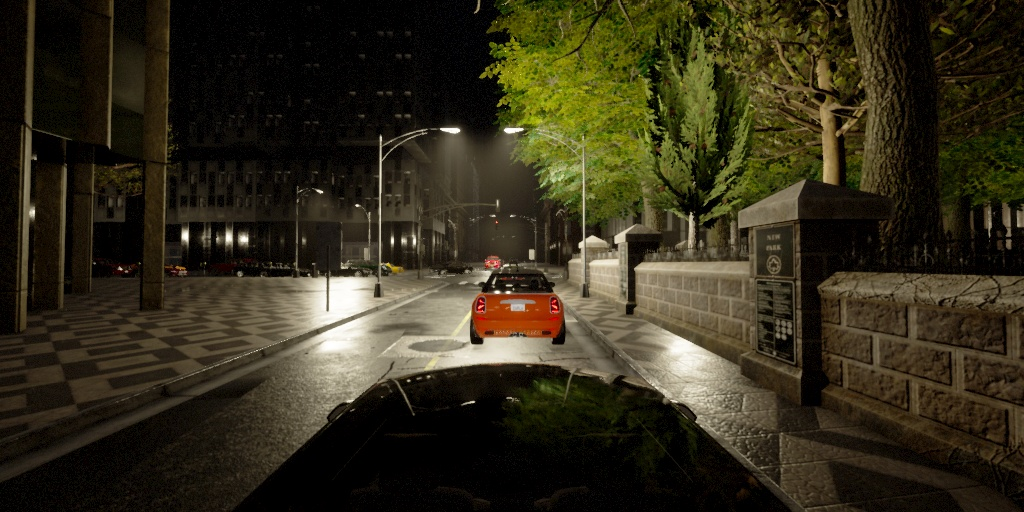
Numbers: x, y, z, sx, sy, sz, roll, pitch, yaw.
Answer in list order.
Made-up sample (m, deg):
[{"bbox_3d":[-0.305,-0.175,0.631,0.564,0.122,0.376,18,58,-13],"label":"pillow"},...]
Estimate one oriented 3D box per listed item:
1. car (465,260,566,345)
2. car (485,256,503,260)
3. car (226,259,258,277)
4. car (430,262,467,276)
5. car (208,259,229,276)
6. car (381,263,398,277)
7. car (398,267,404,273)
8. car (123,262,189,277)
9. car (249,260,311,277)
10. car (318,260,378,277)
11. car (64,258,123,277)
[{"bbox_3d":[0.128,1.106,9.678,2.097,1.767,4.553,0,0,0],"label":"car"},{"bbox_3d":[-2.877,1.056,54.099,2.150,2.045,5.566,0,1,-1],"label":"car"},{"bbox_3d":[-23.886,1.288,34.225,4.892,1.490,1.837,0,-1,0],"label":"car"},{"bbox_3d":[-6.442,1.356,38.631,4.892,1.490,1.837,0,2,-40],"label":"car"},{"bbox_3d":[-30.971,1.233,40.141,5.009,1.841,2.192,0,0,1],"label":"car"},{"bbox_3d":[-13.741,1.123,34.126,4.553,1.767,2.097,0,-1,0],"label":"car"},{"bbox_3d":[-14.604,1.422,39.978,4.829,1.417,1.751,0,0,1],"label":"car"},{"bbox_3d":[-31.048,1.318,31.618,4.207,1.307,1.802,0,0,1],"label":"car"},{"bbox_3d":[-20.023,1.287,31.508,4.313,1.339,1.948,0,0,1],"label":"car"},{"bbox_3d":[-14.510,1.265,31.453,4.403,1.370,2.007,0,0,1],"label":"car"},{"bbox_3d":[-36.561,1.058,31.673,5.009,1.841,2.192,0,0,1],"label":"car"}]
